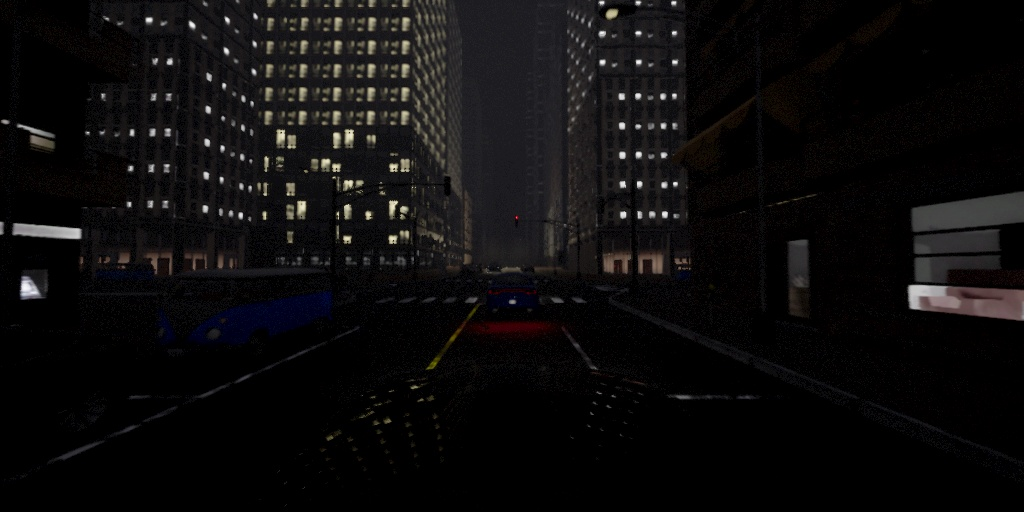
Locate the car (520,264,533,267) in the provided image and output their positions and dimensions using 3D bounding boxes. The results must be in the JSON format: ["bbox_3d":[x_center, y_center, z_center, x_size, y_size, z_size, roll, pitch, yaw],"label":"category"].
[{"bbox_3d":[2.702,2.048,57.574,1.802,1.307,4.207,0,0,0],"label":"car"}]

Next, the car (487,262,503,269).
[{"bbox_3d":[-3.033,1.871,61.648,2.097,1.767,4.553,0,-1,1],"label":"car"}]

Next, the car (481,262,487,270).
[{"bbox_3d":[-5.679,1.780,57.514,2.192,1.841,5.009,0,0,0],"label":"car"}]

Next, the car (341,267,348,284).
[{"bbox_3d":[-16.486,1.623,30.930,4.097,1.591,1.967,0,0,0],"label":"car"}]

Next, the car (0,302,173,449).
[{"bbox_3d":[-5.656,1.330,2.760,1.948,1.339,4.313,0,0,0],"label":"car"}]

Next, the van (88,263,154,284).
[{"bbox_3d":[-33.432,1.501,30.971,3.998,1.789,1.690,0,0,0],"label":"van"}]

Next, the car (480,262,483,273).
[{"bbox_3d":[-5.680,1.976,51.939,1.802,1.307,4.207,0,0,0],"label":"car"}]

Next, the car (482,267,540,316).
[{"bbox_3d":[0.039,1.389,14.280,1.882,1.535,5.008,0,-1,0],"label":"car"}]

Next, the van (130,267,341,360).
[{"bbox_3d":[-5.825,1.176,8.301,1.690,1.789,3.998,0,0,0],"label":"van"}]

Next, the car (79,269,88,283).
[{"bbox_3d":[-39.080,1.704,30.986,4.403,1.370,2.007,0,0,0],"label":"car"}]

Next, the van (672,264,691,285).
[{"bbox_3d":[15.988,1.576,30.849,3.998,1.789,1.690,0,0,0],"label":"van"}]

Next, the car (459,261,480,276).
[{"bbox_3d":[-5.681,1.762,46.364,1.967,1.591,4.097,0,0,0],"label":"car"}]
